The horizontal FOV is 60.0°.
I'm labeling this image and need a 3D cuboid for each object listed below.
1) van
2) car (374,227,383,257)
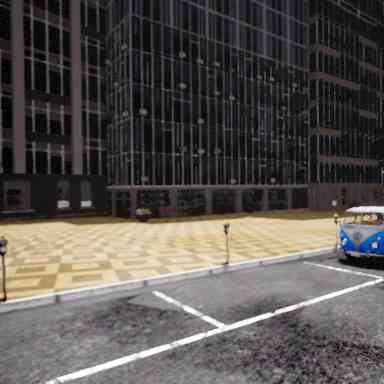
[{"bbox_3d":[6.664,1.371,11.333,3.998,1.788,1.690,0,-1,-35],"label":"van"},{"bbox_3d":[6.498,1.588,7.994,4.181,1.385,1.994,0,0,-35],"label":"car"}]
